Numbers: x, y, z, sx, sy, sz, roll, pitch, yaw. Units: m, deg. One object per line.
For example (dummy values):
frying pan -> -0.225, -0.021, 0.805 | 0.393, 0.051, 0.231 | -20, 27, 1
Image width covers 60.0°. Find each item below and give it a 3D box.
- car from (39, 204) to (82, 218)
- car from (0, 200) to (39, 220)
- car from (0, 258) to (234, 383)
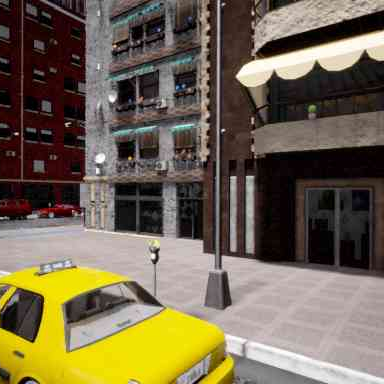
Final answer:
car -> -13.526, 1.923, 34.100 | 1.887, 1.381, 4.507 | -1, -2, 35
car -> -16.811, 1.591, 29.453 | 2.192, 1.841, 5.009 | -1, -2, 35
car -> -1.860, 1.525, 4.191 | 4.829, 1.417, 1.752 | 0, 0, 35
